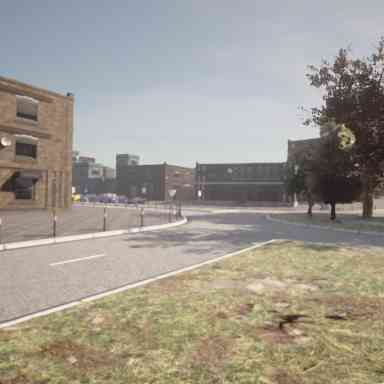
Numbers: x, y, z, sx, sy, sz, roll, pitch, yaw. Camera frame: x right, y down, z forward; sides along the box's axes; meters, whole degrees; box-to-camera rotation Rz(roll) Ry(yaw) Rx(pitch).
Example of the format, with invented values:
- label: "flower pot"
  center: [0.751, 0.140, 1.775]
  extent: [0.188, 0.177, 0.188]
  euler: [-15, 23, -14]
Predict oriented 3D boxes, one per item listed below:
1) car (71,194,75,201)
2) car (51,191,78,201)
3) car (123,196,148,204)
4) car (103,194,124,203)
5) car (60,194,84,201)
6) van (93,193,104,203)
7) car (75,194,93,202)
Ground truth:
- label: "car"
  center: [-25.056, 1.369, 74.665]
  extent: [2.097, 1.535, 5.008]
  euler: [2, 0, 31]
- label: "car"
  center: [-29.687, 0.991, 77.491]
  extent: [2.435, 2.045, 5.566]
  euler: [2, 0, 31]
- label: "car"
  center: [-10.766, 1.741, 66.061]
  extent: [2.163, 1.488, 4.792]
  euler: [1, -1, 31]
- label: "car"
  center: [-15.391, 1.491, 68.911]
  extent: [2.185, 1.767, 4.553]
  euler: [1, -1, 31]
- label: "car"
  center: [-27.326, 1.308, 76.040]
  extent: [2.231, 1.521, 4.892]
  euler: [2, 0, 31]
- label: "van"
  center: [-17.957, 1.331, 70.280]
  extent: [1.878, 1.987, 4.442]
  euler: [1, -1, 31]
- label: "car"
  center: [-22.544, 1.312, 73.203]
  extent: [2.185, 1.767, 4.553]
  euler: [2, 0, 31]
